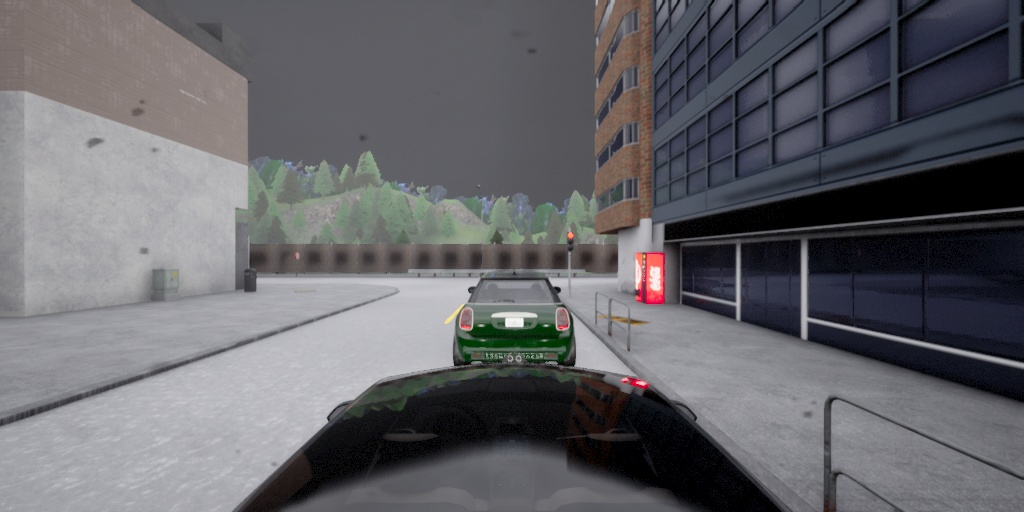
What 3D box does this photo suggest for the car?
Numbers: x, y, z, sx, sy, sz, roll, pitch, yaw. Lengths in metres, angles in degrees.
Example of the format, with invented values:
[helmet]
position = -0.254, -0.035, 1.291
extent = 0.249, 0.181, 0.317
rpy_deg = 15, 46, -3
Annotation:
[car]
position = 0.055, 1.098, 7.939
extent = 2.097, 1.767, 4.553
rpy_deg = 0, 0, 0
